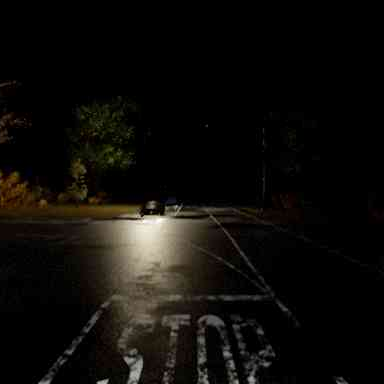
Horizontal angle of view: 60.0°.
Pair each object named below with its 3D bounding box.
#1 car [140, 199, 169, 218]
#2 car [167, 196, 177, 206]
[{"bbox_3d":[-3.411,1.545,29.833,1.994,1.385,4.181,0,-1,0],"label":"car"},{"bbox_3d":[-3.481,1.487,56.164,1.882,1.535,5.008,0,0,-1],"label":"car"}]
